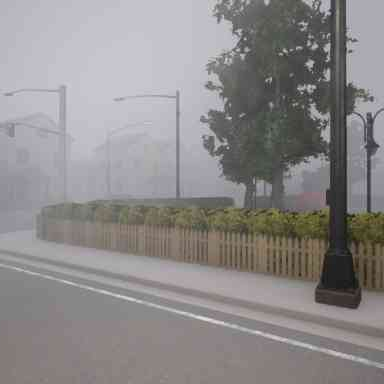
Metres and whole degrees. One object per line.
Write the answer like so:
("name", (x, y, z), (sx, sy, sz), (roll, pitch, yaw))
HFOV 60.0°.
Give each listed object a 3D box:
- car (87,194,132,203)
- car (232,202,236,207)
("car", (-8.795, 1.224, 35.968), (2.150, 2.045, 5.566), (0, 0, 35))
("car", (4.863, 1.564, 49.139), (1.994, 1.385, 4.181), (0, 0, 35))
